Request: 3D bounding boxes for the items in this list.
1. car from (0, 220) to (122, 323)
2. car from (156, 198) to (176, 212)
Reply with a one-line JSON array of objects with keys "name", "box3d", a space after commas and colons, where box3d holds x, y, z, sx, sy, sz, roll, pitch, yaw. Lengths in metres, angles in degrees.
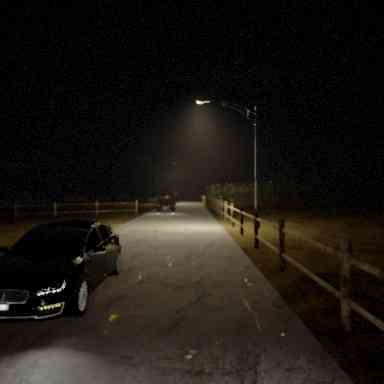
[{"name": "car", "box3d": [-2.841, 1.456, 7.422, 1.837, 1.490, 4.892, 0, 1, 0]}, {"name": "car", "box3d": [-2.754, 1.418, 36.840, 1.812, 1.442, 4.674, 0, 0, 0]}]
